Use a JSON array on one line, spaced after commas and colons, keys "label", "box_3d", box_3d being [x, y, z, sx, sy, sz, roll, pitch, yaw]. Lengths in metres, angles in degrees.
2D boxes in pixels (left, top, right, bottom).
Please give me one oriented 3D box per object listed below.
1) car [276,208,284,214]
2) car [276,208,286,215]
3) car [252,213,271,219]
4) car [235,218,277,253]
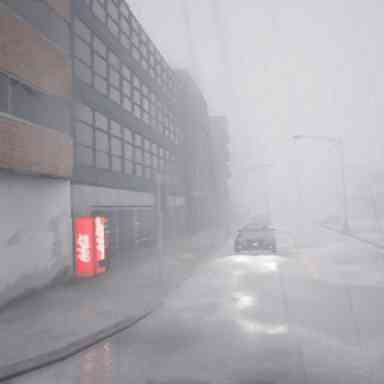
[{"label": "car", "box_3d": [23.433, 5.066, 88.786, 1.882, 1.535, 5.008, -3, -3, 12]}, {"label": "car", "box_3d": [21.183, 4.706, 78.662, 1.882, 1.535, 5.008, -3, -3, 12]}, {"label": "car", "box_3d": [8.050, 3.177, 38.396, 1.837, 1.490, 4.892, -3, -3, 13]}, {"label": "car", "box_3d": [3.400, 2.350, 17.599, 1.994, 1.385, 4.181, -3, -3, 12]}]
